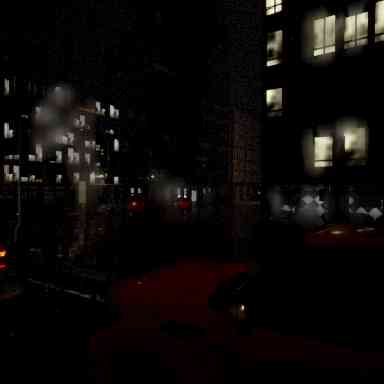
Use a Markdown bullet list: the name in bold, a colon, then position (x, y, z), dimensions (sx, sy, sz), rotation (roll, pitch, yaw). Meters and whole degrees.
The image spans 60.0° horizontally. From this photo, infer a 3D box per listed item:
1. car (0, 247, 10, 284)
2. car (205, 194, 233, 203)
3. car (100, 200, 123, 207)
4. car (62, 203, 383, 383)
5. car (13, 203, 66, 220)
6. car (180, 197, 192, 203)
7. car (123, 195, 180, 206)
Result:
- **car**: position (-6.253, 1.522, 8.125), dimensions (4.674, 1.442, 1.812), rotation (0, 0, 35)
- **car**: position (4.319, 1.402, 51.697), dimensions (2.150, 2.045, 5.566), rotation (1, 1, 37)
- **car**: position (-7.794, 1.619, 35.478), dimensions (1.812, 1.442, 4.674), rotation (1, 0, 37)
- **car**: position (1.650, 1.221, 2.509), dimensions (5.566, 2.045, 2.150), rotation (0, 0, 35)
- **car**: position (-12.938, 1.617, 28.544), dimensions (1.994, 1.385, 4.181), rotation (1, 0, 37)
- **car**: position (-1.916, 1.490, 43.371), dimensions (2.097, 1.767, 4.553), rotation (1, 0, 37)
- **car**: position (-4.144, 1.348, 35.015), dimensions (2.150, 2.045, 5.566), rotation (1, 0, 37)
